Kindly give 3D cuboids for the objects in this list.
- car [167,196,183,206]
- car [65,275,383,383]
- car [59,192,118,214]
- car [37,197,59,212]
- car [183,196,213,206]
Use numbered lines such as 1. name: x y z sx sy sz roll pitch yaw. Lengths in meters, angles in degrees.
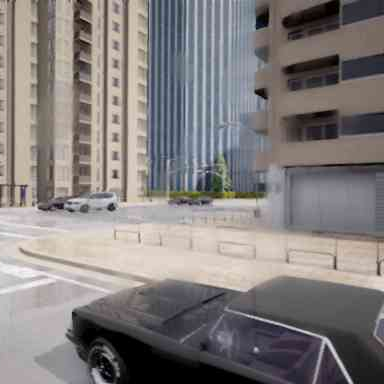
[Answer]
1. car: -1.800 1.285 50.902 1.812 1.442 4.674 1 0 35
2. car: 0.802 1.589 3.381 4.718 1.301 1.895 1 0 36
3. car: -9.904 1.013 33.257 2.150 2.045 5.566 1 0 35
4. car: -13.433 1.263 34.314 1.837 1.490 4.892 1 0 35
5. car: 1.272 1.320 49.183 1.837 1.490 4.892 1 0 35
